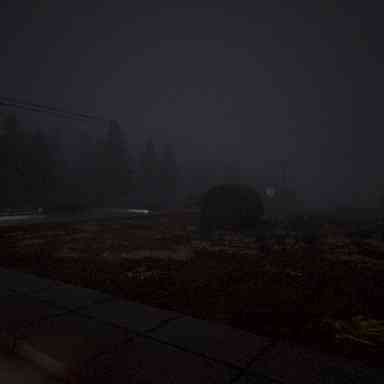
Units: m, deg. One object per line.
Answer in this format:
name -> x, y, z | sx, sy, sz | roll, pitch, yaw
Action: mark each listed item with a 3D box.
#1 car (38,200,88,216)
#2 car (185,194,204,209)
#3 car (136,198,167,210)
car -> -12.823, 1.519, 33.216 | 2.128, 1.511, 4.902 | 0, 0, 37
car -> 1.364, 1.248, 46.191 | 2.150, 2.045, 5.566 | 0, 0, 38
car -> -5.184, 1.552, 43.509 | 1.812, 1.442, 4.674 | 0, 0, 37
